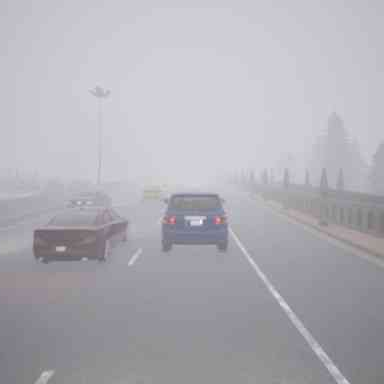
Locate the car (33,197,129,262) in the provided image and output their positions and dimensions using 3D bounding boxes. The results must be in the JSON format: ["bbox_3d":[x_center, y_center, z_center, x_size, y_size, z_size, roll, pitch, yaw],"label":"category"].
[{"bbox_3d":[-3.403,1.205,11.084,1.882,1.535,5.008,0,3,0],"label":"car"}]

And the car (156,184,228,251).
[{"bbox_3d":[0.097,0.876,12.611,2.150,2.045,5.566,0,3,0],"label":"car"}]

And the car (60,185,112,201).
[{"bbox_3d":[-6.906,0.539,22.841,2.033,1.411,5.357,0,4,0],"label":"car"}]

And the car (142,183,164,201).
[{"bbox_3d":[-3.407,-0.063,30.589,1.882,1.535,5.008,0,4,0],"label":"car"}]

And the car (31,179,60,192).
[{"bbox_3d":[-17.593,-0.802,41.560,2.128,1.511,4.902,0,4,0],"label":"car"}]

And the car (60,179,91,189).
[{"bbox_3d":[-14.094,-0.802,41.554,2.128,1.511,4.902,0,4,0],"label":"car"}]

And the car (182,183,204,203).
[{"bbox_3d":[0.093,0.023,30.031,1.812,1.442,4.674,0,4,0],"label":"car"}]

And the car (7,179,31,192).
[{"bbox_3d":[-21.092,-0.802,41.574,2.128,1.511,4.902,0,4,0],"label":"car"}]
